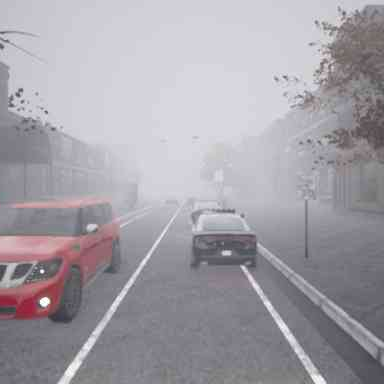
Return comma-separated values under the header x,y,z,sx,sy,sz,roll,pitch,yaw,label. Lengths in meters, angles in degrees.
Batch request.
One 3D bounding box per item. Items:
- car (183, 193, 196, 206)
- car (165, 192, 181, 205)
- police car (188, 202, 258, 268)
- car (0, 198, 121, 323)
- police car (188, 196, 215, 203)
x,y,z,sx,sy,sz,roll,pitch,yaw,label
0.003,1.233,48.261,1.837,1.490,4.892,0,1,0,car
-3.083,1.182,50.732,1.882,1.535,5.008,0,1,0,car
0.899,1.371,11.226,1.930,1.638,5.238,0,0,0,police car
-3.100,1.185,7.474,2.150,2.045,5.566,0,0,0,car
0.899,1.323,21.226,1.930,1.638,5.238,0,0,0,police car
